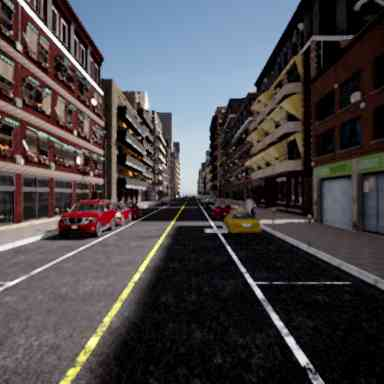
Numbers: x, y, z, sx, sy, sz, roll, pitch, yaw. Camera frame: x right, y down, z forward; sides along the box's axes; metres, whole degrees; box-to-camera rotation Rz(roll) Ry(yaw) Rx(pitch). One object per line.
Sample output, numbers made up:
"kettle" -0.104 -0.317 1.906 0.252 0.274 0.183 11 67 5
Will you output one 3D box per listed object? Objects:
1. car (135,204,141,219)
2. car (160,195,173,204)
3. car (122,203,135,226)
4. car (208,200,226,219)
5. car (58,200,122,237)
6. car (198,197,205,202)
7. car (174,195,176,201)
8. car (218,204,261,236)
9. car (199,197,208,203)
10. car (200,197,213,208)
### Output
"car" -5.675 1.673 29.869 1.887 1.381 4.507 0 0 0
"car" -5.655 1.843 69.321 2.008 1.369 4.403 0 0 0
"car" -5.678 1.545 24.232 1.967 1.590 4.097 0 0 0
"car" 2.706 1.673 29.860 1.887 1.381 4.507 0 0 0
"car" -5.679 1.396 18.597 2.192 1.841 5.009 0 0 0
"car" 2.736 1.966 91.858 1.802 1.307 4.206 0 0 0
"car" -5.647 1.906 86.230 1.887 1.381 4.507 0 0 0
"car" 2.700 1.606 18.758 1.752 1.417 4.829 0 0 0
"car" 2.731 1.904 80.585 1.947 1.339 4.313 0 0 0
"car" 2.717 1.773 52.404 2.008 1.369 4.403 0 0 0
